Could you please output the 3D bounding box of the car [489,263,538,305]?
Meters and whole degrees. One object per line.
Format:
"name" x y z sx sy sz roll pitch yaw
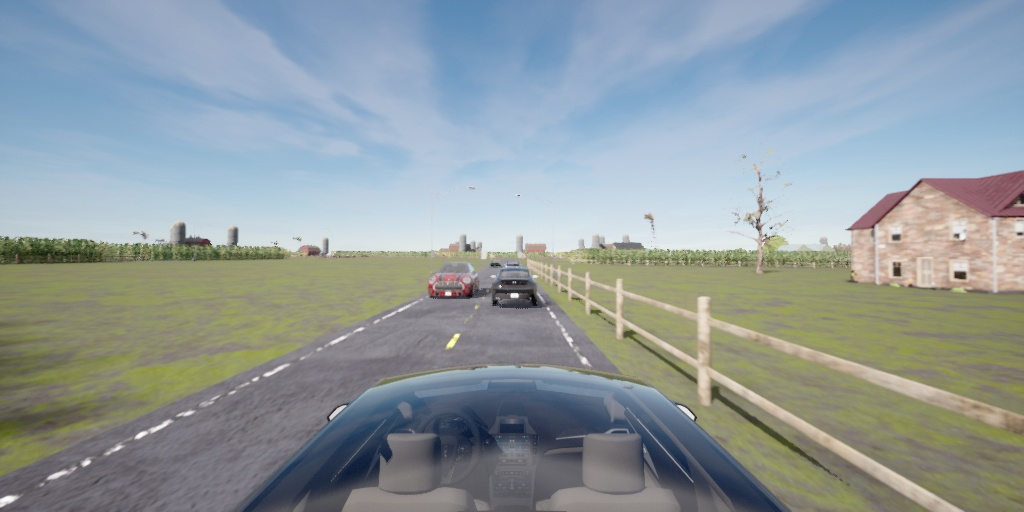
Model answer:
"car" 0.100 1.252 15.984 1.837 1.490 4.892 0 0 0

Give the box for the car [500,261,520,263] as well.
"car" 0.095 1.223 37.309 2.128 1.511 4.902 0 0 0

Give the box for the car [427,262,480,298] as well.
"car" -2.852 1.099 18.293 2.097 1.767 4.553 0 0 0

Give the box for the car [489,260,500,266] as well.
"car" -2.788 1.303 60.663 1.895 1.301 4.718 0 0 1
